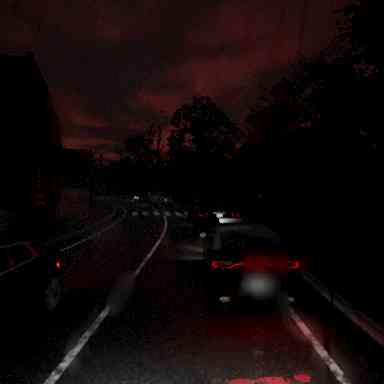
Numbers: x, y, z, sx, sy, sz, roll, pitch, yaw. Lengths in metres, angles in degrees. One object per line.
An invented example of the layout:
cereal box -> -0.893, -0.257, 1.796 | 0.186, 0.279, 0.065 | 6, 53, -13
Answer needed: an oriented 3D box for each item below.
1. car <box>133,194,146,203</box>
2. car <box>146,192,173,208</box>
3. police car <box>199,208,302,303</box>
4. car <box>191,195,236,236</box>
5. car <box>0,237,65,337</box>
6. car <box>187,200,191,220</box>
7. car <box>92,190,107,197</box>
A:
car -> -8.402, 0.995, 55.678 | 2.033, 1.411, 5.357 | 1, 1, -25
car -> -4.067, 0.980, 43.655 | 2.150, 2.045, 5.566 | 1, 1, -18
police car -> 1.228, 1.439, 8.464 | 1.930, 1.638, 5.238 | 0, 0, 1
car -> 1.242, 1.222, 18.536 | 2.150, 2.045, 5.566 | 0, 0, -2
car -> -3.535, 1.504, 4.885 | 2.128, 1.511, 4.902 | 0, 0, 1
car -> 0.893, 1.196, 24.693 | 2.150, 2.045, 5.566 | 0, 0, -5
car -> -18.645, 0.369, 66.694 | 1.895, 1.301, 4.718 | 2, 2, -33
